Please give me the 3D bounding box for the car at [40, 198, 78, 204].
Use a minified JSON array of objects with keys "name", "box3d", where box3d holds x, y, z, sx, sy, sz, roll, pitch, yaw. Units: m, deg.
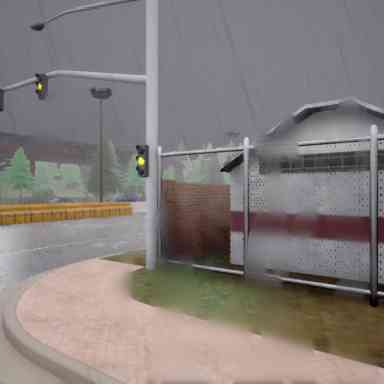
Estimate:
[{"name":"car","box3d":[-15.880,1.505,39.628,1.837,1.490,4.892,0,0,34]}]
